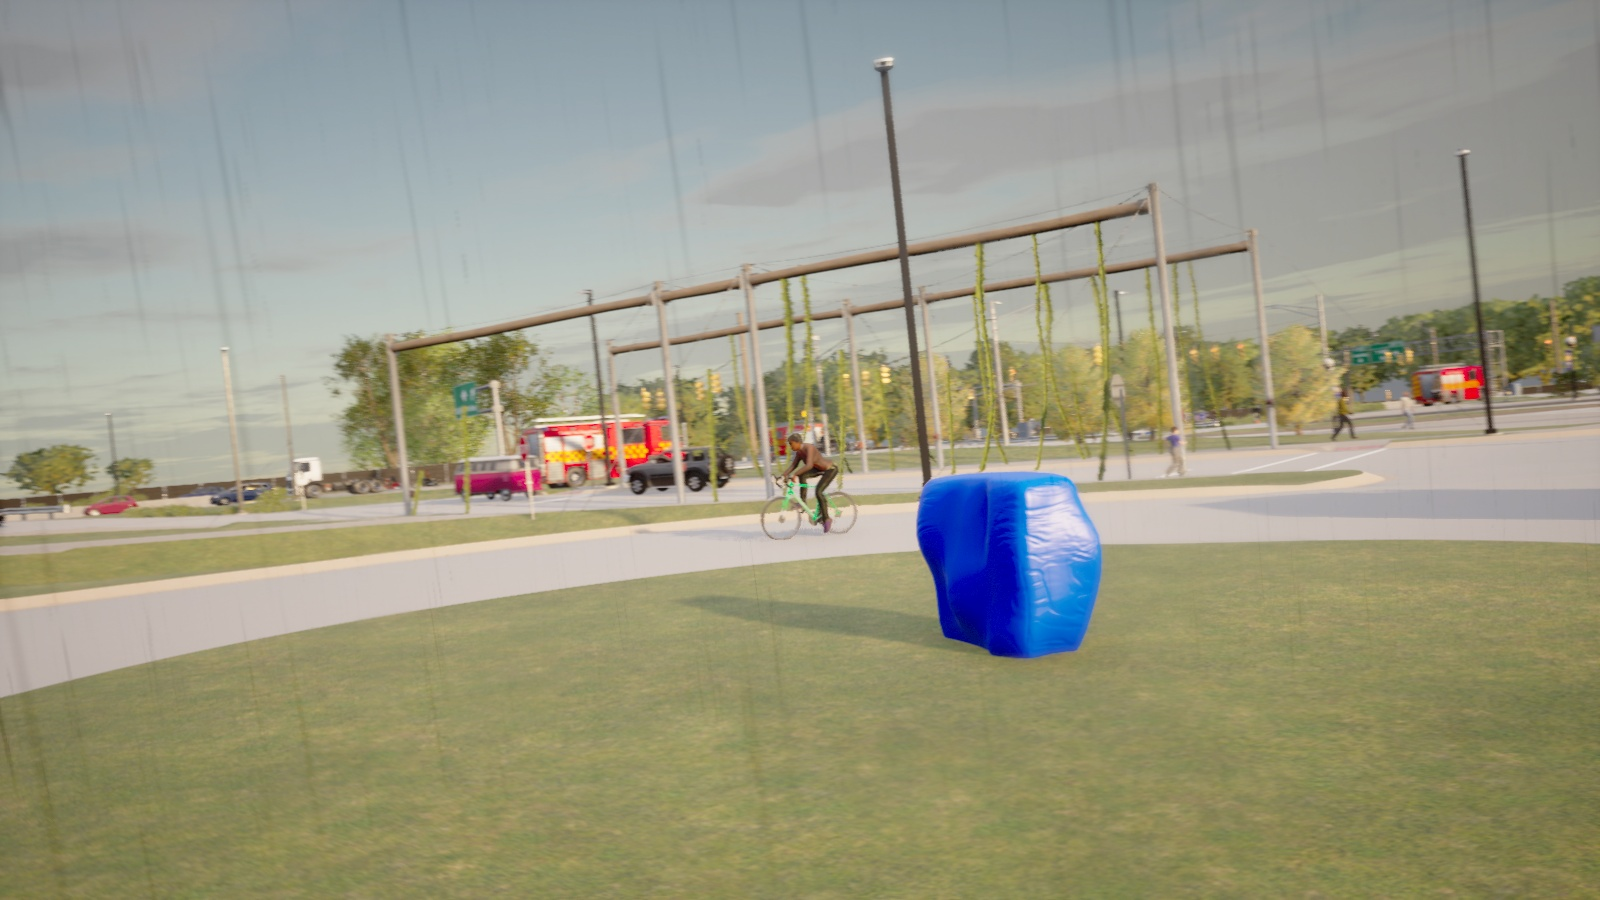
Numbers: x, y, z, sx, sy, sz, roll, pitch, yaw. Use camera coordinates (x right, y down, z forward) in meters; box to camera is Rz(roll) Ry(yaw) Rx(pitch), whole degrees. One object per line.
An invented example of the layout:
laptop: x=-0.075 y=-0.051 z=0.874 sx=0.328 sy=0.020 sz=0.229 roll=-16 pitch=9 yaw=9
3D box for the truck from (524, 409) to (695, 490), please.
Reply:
truck: x=-10.235 y=-0.068 z=68.043 sx=8.468 sy=3.827 sz=2.891 roll=-4 pitch=-1 yaw=-34

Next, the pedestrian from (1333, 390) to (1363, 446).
pedestrian: x=18.962 y=-1.106 z=43.458 sx=0.726 sy=1.835 sz=0.370 roll=-5 pitch=0 yaw=31

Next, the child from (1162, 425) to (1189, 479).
child: x=9.086 y=0.058 z=30.379 sx=0.437 sy=1.263 sz=0.270 roll=-6 pitch=0 yaw=-10

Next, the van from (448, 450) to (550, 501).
van: x=-13.531 y=1.158 z=56.301 sx=4.442 sy=1.987 sz=1.775 roll=-3 pitch=2 yaw=34

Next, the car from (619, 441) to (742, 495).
car: x=-4.876 y=0.730 z=51.015 sx=4.605 sy=1.855 sz=1.932 roll=-3 pitch=1 yaw=30

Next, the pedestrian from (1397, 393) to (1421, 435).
pedestrian: x=27.362 y=-1.624 z=56.416 sx=0.354 sy=1.836 sz=0.706 roll=-6 pitch=0 yaw=-39

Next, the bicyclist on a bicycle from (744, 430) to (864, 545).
bicyclist on a bicycle: x=0.062 y=0.561 z=19.361 sx=1.656 sy=1.620 sz=0.582 roll=-4 pitch=1 yaw=-25
